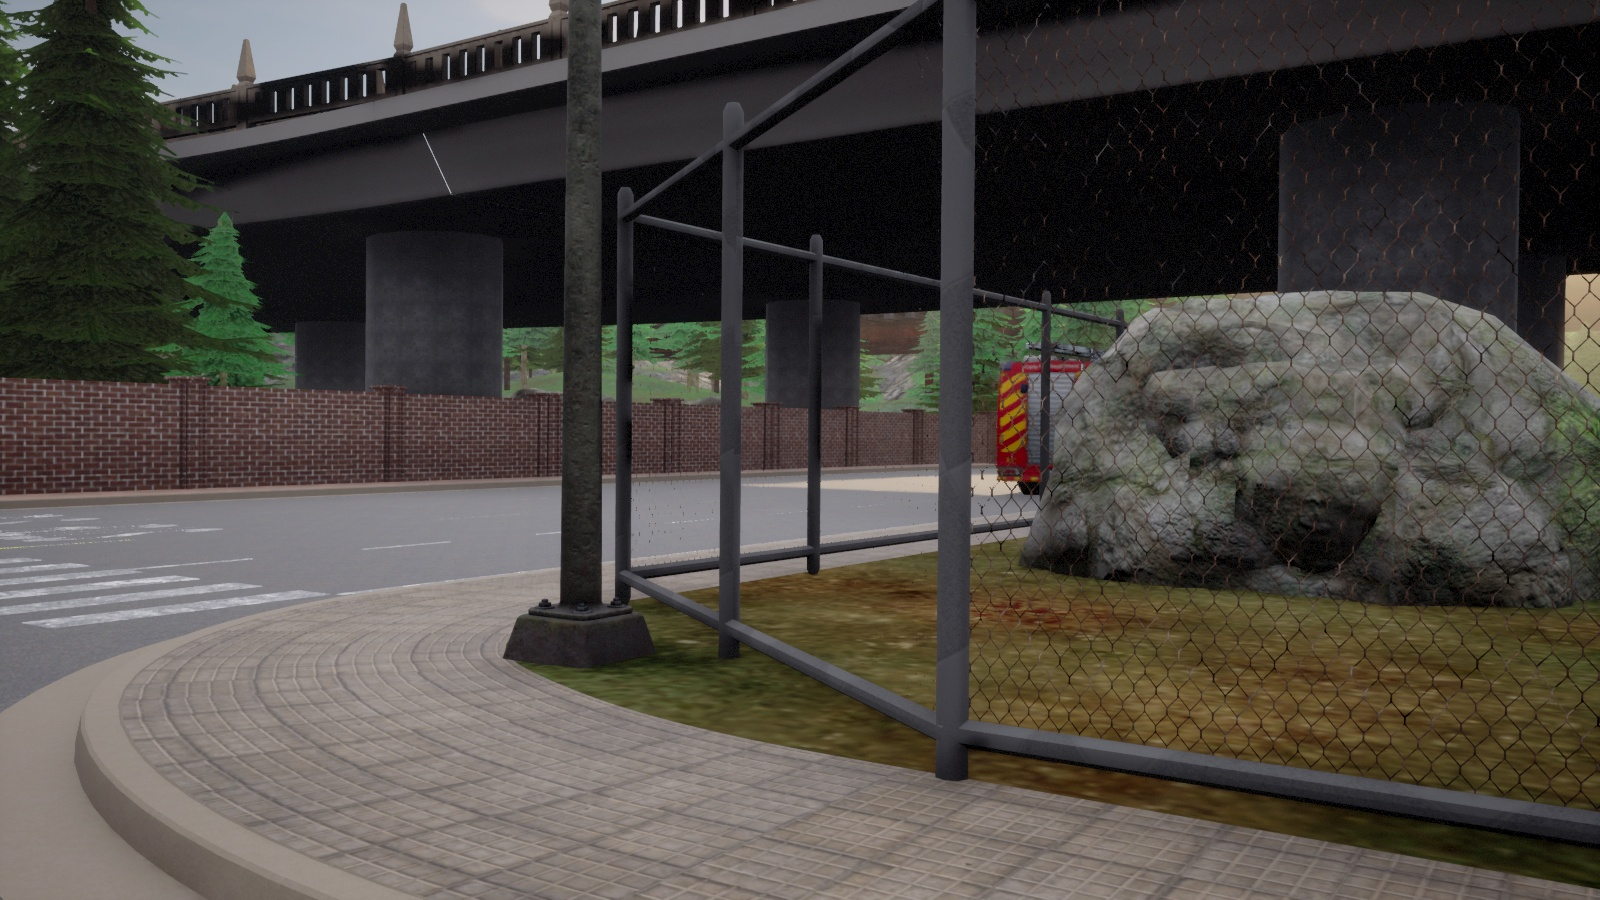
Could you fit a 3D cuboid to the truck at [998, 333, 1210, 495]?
[{"bbox_3d":[8.486,-0.920,34.107,2.891,3.827,8.468,0,1,33],"label":"truck"}]
